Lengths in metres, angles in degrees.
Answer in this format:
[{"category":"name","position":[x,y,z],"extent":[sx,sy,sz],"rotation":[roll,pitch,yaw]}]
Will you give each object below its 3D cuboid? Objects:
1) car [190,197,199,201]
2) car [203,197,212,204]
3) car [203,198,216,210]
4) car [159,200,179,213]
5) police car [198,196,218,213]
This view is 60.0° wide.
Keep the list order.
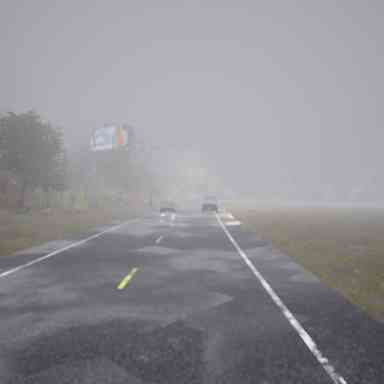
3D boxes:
[{"category":"car","position":[0.601,1.774,79.871],"extent":[1.882,1.535,5.008],"rotation":[0,-1,6]},{"category":"car","position":[3.430,1.835,73.260],"extent":[1.812,1.442,4.674],"rotation":[0,-1,6]},{"category":"car","position":[2.582,1.684,48.361],"extent":[1.882,1.535,5.008],"rotation":[0,0,4]},{"category":"car","position":[-2.607,1.685,38.557],"extent":[2.033,1.411,5.357],"rotation":[0,0,3]},{"category":"police car","position":[2.030,1.563,38.520],"extent":[1.930,1.638,5.238],"rotation":[0,0,3]}]
